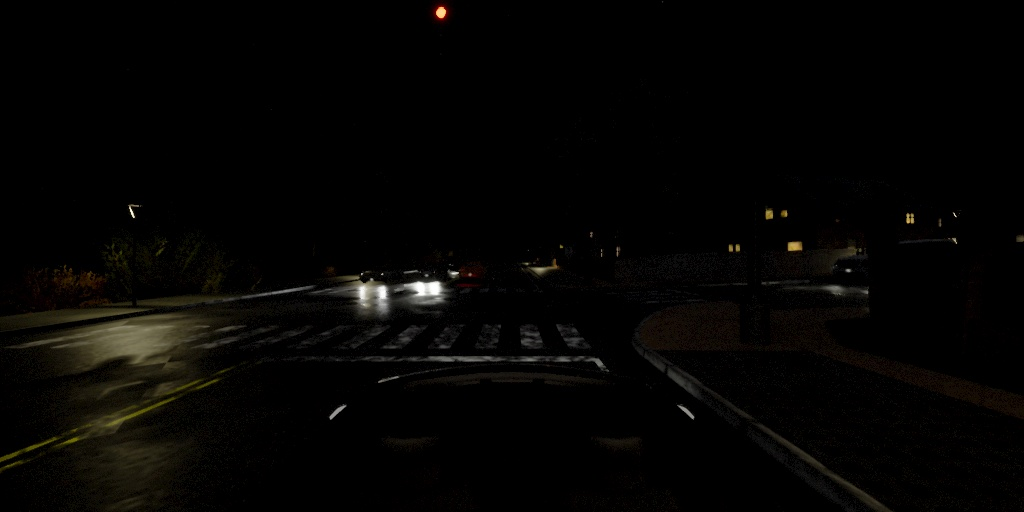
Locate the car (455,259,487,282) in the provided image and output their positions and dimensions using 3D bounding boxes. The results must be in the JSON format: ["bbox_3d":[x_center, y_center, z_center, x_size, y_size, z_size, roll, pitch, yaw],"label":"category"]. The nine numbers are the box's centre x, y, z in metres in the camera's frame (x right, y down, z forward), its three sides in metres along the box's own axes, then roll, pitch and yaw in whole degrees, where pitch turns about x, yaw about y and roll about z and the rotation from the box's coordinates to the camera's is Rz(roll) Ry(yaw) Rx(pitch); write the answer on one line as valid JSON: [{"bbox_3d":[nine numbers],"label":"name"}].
[{"bbox_3d":[-3.151,1.240,29.491,1.882,1.535,5.008,0,0,0],"label":"car"}]

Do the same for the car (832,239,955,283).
[{"bbox_3d":[18.819,0.265,17.524,5.566,2.045,2.150,-2,0,-8],"label":"car"}]

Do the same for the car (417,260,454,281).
[{"bbox_3d":[-6.596,1.255,30.146,2.128,1.511,4.902,0,0,0],"label":"car"}]

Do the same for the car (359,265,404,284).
[{"bbox_3d":[-9.847,1.362,27.378,1.895,1.301,4.718,0,0,0],"label":"car"}]

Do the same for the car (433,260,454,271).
[{"bbox_3d":[-9.827,1.333,51.998,2.033,1.411,5.357,0,0,0],"label":"car"}]

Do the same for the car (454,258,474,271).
[{"bbox_3d":[-6.587,1.132,46.932,2.097,1.767,4.553,0,0,0],"label":"car"}]
